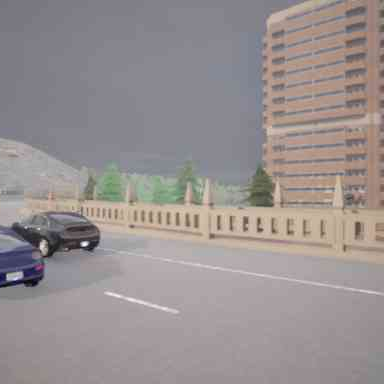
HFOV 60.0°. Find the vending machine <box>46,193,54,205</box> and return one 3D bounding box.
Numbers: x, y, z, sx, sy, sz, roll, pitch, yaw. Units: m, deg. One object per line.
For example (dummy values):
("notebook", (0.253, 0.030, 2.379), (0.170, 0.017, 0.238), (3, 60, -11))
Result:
("vending machine", (-25.564, 1.188, 59.960), (1.100, 2.100, 0.880), (0, 0, -13))

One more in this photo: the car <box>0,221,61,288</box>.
("car", (-5.355, 1.525, 8.145), (4.674, 1.442, 1.812), (0, 0, 39))

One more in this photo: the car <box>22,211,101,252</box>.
("car", (-5.478, 1.504, 12.825), (4.892, 1.490, 1.837), (0, 0, 40))
